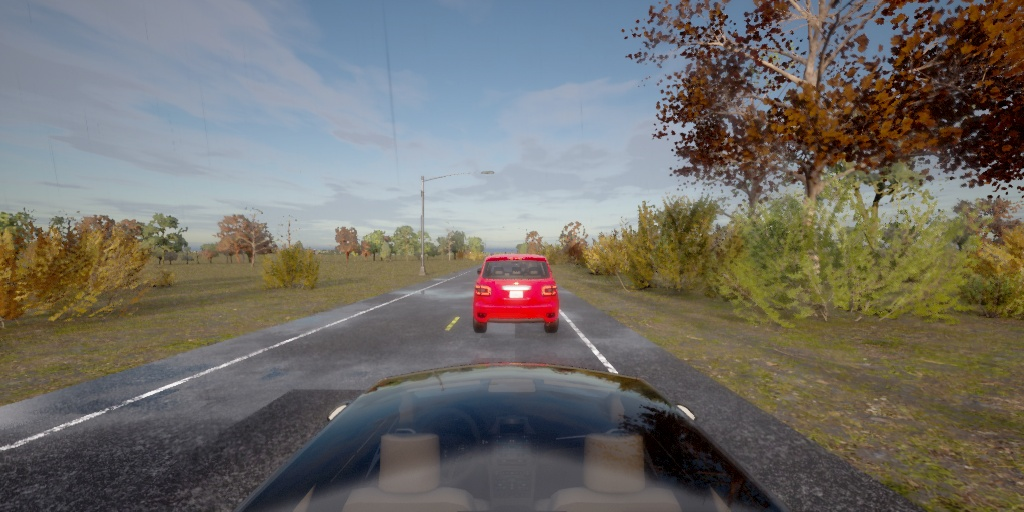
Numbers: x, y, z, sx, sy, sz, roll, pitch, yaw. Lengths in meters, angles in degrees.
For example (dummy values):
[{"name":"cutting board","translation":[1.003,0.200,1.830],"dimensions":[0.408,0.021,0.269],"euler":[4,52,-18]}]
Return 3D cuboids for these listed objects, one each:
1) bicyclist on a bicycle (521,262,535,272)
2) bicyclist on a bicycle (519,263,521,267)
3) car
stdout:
[{"name":"bicyclist on a bicycle","translation":[0.938,1.114,18.570],"dimensions":[0.659,1.776,1.843],"euler":[0,0,0]},{"name":"bicyclist on a bicycle","translation":[0.896,1.111,28.583],"dimensions":[0.659,1.776,1.843],"euler":[0,0,0]},{"name":"car","translation":[0.089,0.968,10.864],"dimensions":[2.150,2.045,5.566],"euler":[0,0,0]}]
